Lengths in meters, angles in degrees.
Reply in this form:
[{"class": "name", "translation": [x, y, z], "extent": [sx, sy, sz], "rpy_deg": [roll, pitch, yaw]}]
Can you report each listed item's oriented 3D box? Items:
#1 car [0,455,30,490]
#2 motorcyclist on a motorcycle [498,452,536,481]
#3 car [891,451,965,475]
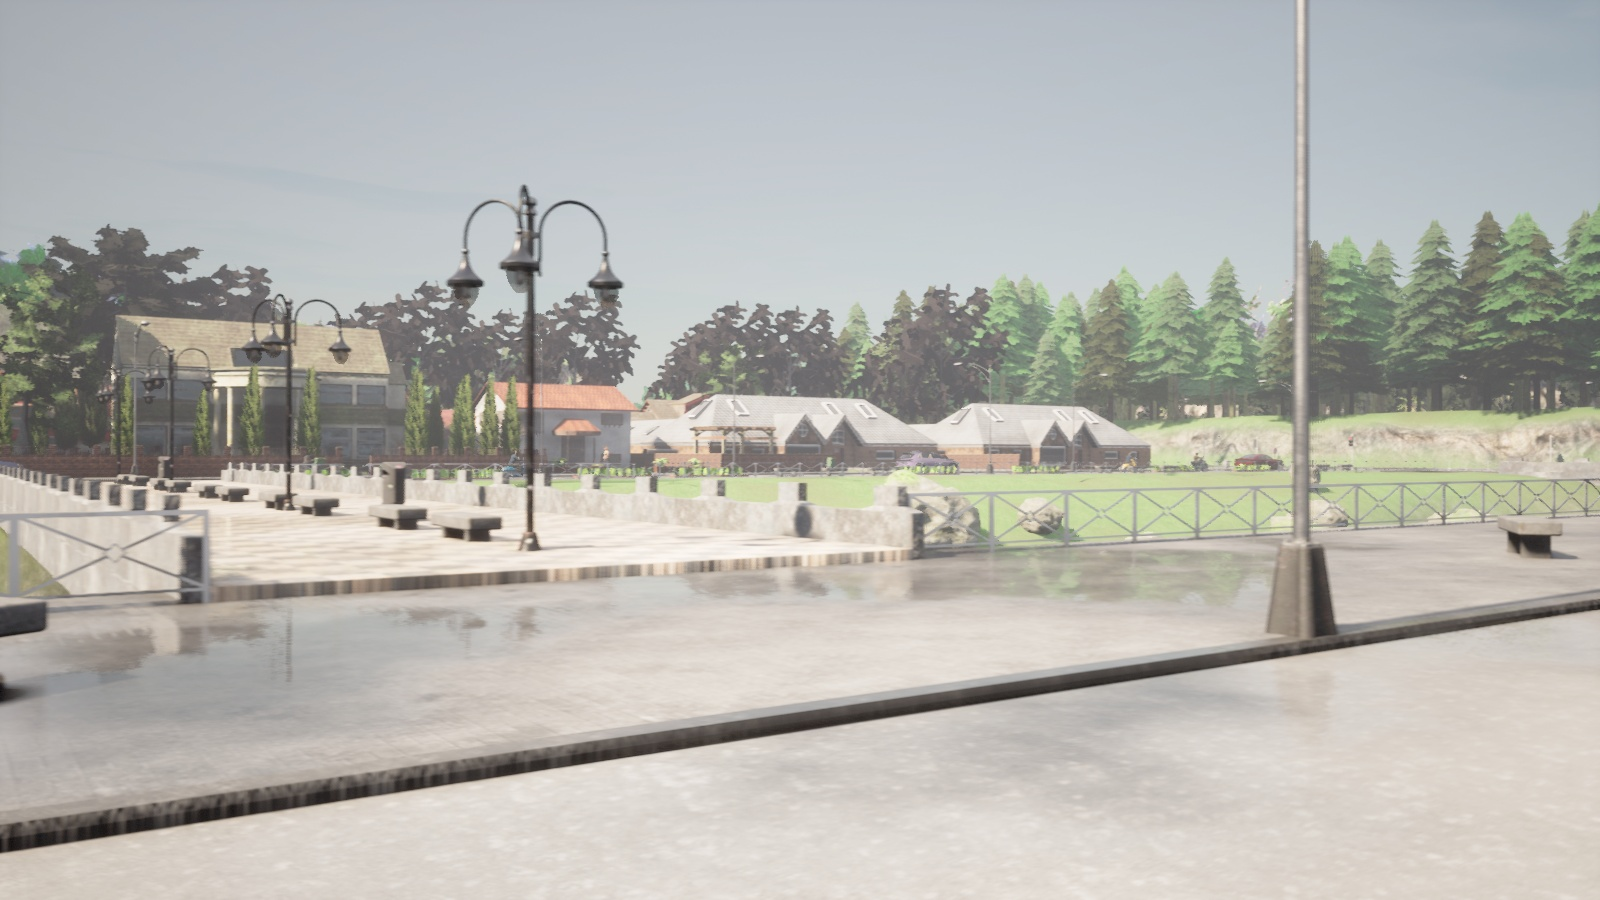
[{"class": "car", "translation": [-35.680, 0.968, 54.585], "extent": [3.633, 1.501, 1.845], "rpy_deg": [0, 0, -35]}, {"class": "motorcyclist on a motorcycle", "translation": [-15.475, 0.899, 68.643], "extent": [1.817, 1.590, 0.866], "rpy_deg": [0, 0, -35]}, {"class": "car", "translation": [8.729, 0.865, 85.481], "extent": [4.856, 1.649, 2.033], "rpy_deg": [0, 0, -35]}]
